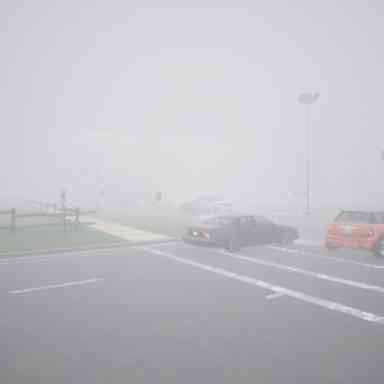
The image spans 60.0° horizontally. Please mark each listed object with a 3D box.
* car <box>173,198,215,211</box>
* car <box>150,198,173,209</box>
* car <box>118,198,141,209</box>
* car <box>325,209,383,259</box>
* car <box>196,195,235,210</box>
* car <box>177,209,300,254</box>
[{"bbox_3d":[0.148,1.701,35.587,1.994,1.385,4.181,0,0,-35],"label":"car"},{"bbox_3d":[-4.222,1.639,47.943,1.882,1.535,5.008,0,0,-35],"label":"car"},{"bbox_3d":[-9.285,1.644,49.105,1.837,1.490,4.892,0,-1,-35],"label":"car"},{"bbox_3d":[7.376,1.442,13.307,4.553,1.767,2.097,1,0,-35],"label":"car"},{"bbox_3d":[2.451,1.382,38.394,2.150,2.045,5.566,0,0,-36],"label":"car"},{"bbox_3d":[2.170,1.612,13.893,5.357,1.411,2.033,0,0,-35],"label":"car"}]
